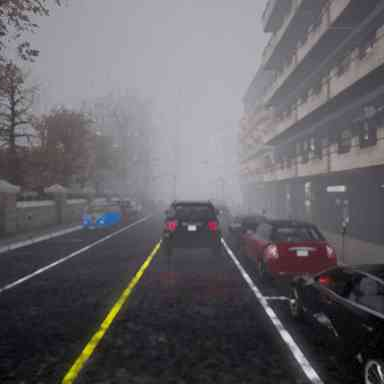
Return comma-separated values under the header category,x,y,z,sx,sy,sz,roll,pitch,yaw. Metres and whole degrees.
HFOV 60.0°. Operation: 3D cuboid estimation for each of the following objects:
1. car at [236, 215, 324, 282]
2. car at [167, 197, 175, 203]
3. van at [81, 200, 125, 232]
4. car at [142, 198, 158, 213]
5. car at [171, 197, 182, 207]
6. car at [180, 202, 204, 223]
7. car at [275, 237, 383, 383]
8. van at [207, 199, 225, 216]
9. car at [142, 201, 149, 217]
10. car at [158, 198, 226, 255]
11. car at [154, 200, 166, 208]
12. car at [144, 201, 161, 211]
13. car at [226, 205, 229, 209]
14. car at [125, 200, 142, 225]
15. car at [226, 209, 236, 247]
category,x,y,z,sx,sy,sz,roll,pitch,yaw
car,2.687,1.535,10.040,1.967,1.590,4.097,0,-1,0
car,-5.686,2.324,92.265,1.967,1.590,4.097,0,-1,0
van,-5.693,1.539,21.111,1.690,1.788,3.998,0,-1,0
car,-5.691,1.724,43.252,2.192,1.841,5.009,0,-1,0
car,-2.998,1.973,65.435,2.097,1.767,4.553,0,0,0
car,0.010,1.755,29.475,1.882,1.535,5.008,0,0,0
car,2.687,1.609,4.505,1.947,1.339,4.313,0,-1,0
van,2.689,1.697,37.716,1.690,1.788,3.998,0,-1,0
car,-5.691,1.854,32.179,2.008,1.369,4.403,0,-1,0
car,0.002,1.349,14.019,2.150,2.045,5.566,0,0,0
car,-5.688,2.151,59.854,1.802,1.307,4.206,0,-1,0
car,-5.689,2.028,48.785,1.947,1.339,4.313,0,-1,0
car,2.690,1.869,32.179,1.947,1.339,4.313,0,-1,0
car,-5.693,1.565,26.647,2.192,1.841,5.009,0,-1,0
car,2.688,1.713,15.574,1.947,1.339,4.313,0,-1,0
